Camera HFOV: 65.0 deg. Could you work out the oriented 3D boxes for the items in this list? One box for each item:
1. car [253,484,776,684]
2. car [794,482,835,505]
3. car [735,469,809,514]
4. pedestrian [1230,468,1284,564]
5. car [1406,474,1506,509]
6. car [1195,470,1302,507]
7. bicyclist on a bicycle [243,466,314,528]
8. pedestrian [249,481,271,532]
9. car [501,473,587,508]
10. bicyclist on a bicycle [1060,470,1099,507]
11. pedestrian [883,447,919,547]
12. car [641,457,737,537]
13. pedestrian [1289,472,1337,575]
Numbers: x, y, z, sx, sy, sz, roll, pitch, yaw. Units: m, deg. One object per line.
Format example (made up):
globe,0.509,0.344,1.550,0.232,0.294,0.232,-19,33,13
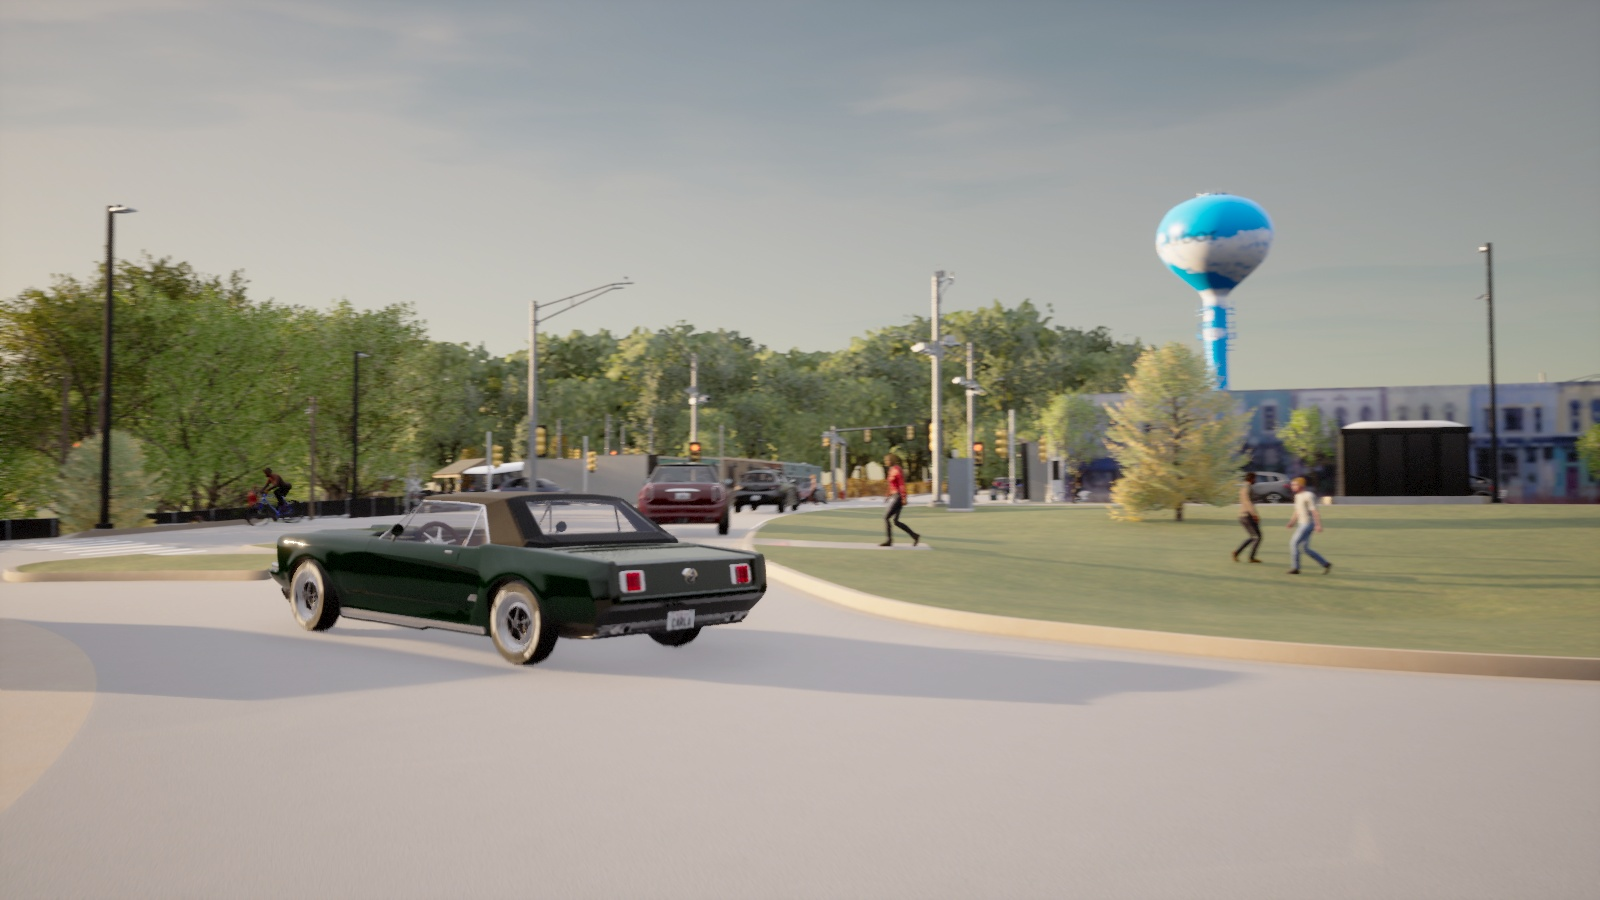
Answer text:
car,-2.644,1.007,10.971,4.718,1.301,1.895,0,-2,39
car,0.978,2.871,82.833,1.845,1.501,3.633,-1,-2,16
car,-0.912,1.429,43.889,1.816,1.474,4.193,-1,-1,10
pedestrian,8.712,1.258,23.955,0.869,1.805,0.328,0,-2,5
car,29.672,1.902,56.876,3.705,1.549,1.789,-1,-2,16
car,21.115,1.814,59.346,4.611,1.667,2.242,0,-2,16
bicyclist on a bicycle,-14.478,1.286,34.905,0.582,1.620,1.656,-1,2,41
pedestrian,-19.591,2.049,45.597,0.331,1.846,0.636,-1,-3,28
car,-13.388,2.137,65.695,3.988,1.617,1.851,-3,-3,12
bicyclist on a bicycle,13.699,1.886,61.485,1.843,1.776,0.659,0,-2,16
pedestrian,1.878,0.883,23.378,0.636,1.846,0.331,0,-2,2
car,-2.590,1.080,30.255,2.097,1.767,4.553,0,-1,-2
pedestrian,9.195,1.311,22.536,0.706,1.836,0.354,0,-2,9
